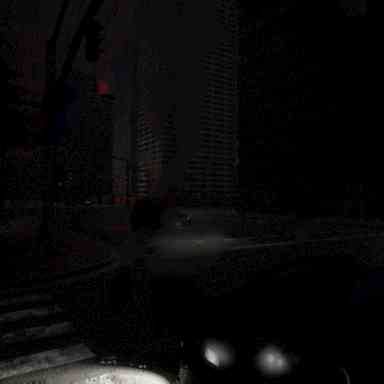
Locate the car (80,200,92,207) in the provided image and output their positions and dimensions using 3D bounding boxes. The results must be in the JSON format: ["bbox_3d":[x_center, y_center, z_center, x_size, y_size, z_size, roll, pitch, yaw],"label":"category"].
[{"bbox_3d":[-25.193,2.598,79.009,2.128,1.511,4.902,1,-1,-32],"label":"car"}]

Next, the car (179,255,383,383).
[{"bbox_3d":[1.921,1.669,4.732,4.181,1.385,1.994,1,-1,-32],"label":"car"}]

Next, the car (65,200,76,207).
[{"bbox_3d":[-28.166,2.527,77.163,1.837,1.490,4.892,1,-1,-32],"label":"car"}]

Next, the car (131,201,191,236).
[{"bbox_3d":[-2.208,1.627,21.932,2.150,2.045,5.566,1,-1,-32],"label":"car"}]
